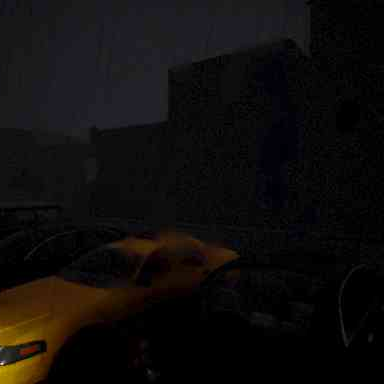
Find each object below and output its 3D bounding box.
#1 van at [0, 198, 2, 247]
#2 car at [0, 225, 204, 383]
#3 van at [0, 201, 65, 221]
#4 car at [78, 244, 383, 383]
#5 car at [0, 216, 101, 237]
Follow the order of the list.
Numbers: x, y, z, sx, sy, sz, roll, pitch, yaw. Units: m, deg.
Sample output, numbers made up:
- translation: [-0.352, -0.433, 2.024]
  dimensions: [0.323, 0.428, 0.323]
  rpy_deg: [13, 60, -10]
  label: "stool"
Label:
- translation: [-9.766, 1.250, 12.263]
  dimensions: [1.878, 1.987, 4.442]
  rpy_deg: [0, 0, 36]
  label: "van"
- translation: [-0.981, 1.477, 5.622]
  dimensions: [1.946, 1.575, 5.366]
  rpy_deg: [0, 0, 36]
  label: "car"
- translation: [-5.336, 1.253, 9.102]
  dimensions: [1.878, 1.987, 4.442]
  rpy_deg: [0, 0, 36]
  label: "van"
- translation: [1.388, 1.481, 4.150]
  dimensions: [2.231, 1.521, 4.892]
  rpy_deg: [0, 0, 36]
  label: "car"
- translation: [-3.135, 1.480, 7.395]
  dimensions: [2.231, 1.521, 4.892]
  rpy_deg: [0, 0, 36]
  label: "car"
